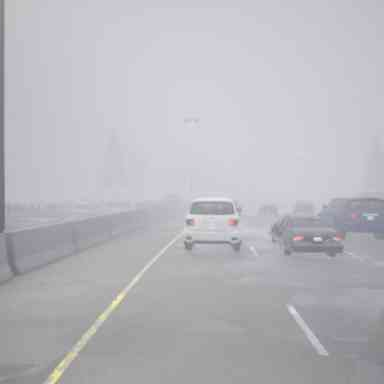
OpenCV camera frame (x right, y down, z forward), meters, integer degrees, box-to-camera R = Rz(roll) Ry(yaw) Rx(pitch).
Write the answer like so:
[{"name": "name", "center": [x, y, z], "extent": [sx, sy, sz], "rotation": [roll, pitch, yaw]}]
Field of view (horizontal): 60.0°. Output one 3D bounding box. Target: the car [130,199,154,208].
[{"name": "car", "center": [-6.634, 1.689, 48.114], "extent": [1.895, 1.301, 4.718], "rotation": [0, 0, 17]}]

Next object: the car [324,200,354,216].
[{"name": "car", "center": [15.257, 1.601, 34.795], "extent": [2.128, 1.511, 4.902], "rotation": [0, 0, 14]}]

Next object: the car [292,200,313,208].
[{"name": "car", "center": [11.813, 1.581, 35.475], "extent": [1.882, 1.535, 5.008], "rotation": [0, 0, 14]}]

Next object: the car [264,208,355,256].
[{"name": "car", "center": [4.340, 1.586, 13.339], "extent": [2.033, 1.411, 5.357], "rotation": [0, 0, 6]}]

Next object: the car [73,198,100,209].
[{"name": "car", "center": [-14.507, 1.591, 46.041], "extent": [1.812, 1.442, 4.674], "rotation": [0, 0, 16]}]

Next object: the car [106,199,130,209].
[{"name": "car", "center": [-10.412, 1.679, 47.719], "extent": [1.895, 1.301, 4.718], "rotation": [0, 0, 17]}]

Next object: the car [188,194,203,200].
[{"name": "car", "center": [0.939, 1.320, 83.829], "extent": [1.812, 1.442, 4.674], "rotation": [0, 0, 29]}]

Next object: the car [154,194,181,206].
[{"name": "car", "center": [-3.046, 1.317, 47.892], "extent": [2.150, 2.045, 5.566], "rotation": [0, 0, 18]}]

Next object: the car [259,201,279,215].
[{"name": "car", "center": [7.859, 1.617, 34.085], "extent": [1.812, 1.442, 4.674], "rotation": [0, 0, 13]}]

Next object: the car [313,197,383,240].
[{"name": "car", "center": [8.363, 1.278, 17.620], "extent": [2.150, 2.045, 5.566], "rotation": [0, 0, 7]}]

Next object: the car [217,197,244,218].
[{"name": "car", "center": [3.766, 1.429, 31.782], "extent": [2.097, 1.767, 4.553], "rotation": [0, 0, 12]}]

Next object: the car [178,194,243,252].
[{"name": "car", "center": [0.955, 1.254, 14.305], "extent": [2.150, 2.045, 5.566], "rotation": [0, 0, 6]}]
